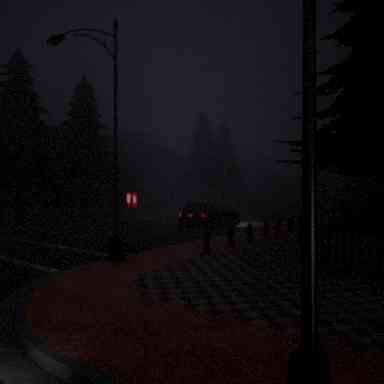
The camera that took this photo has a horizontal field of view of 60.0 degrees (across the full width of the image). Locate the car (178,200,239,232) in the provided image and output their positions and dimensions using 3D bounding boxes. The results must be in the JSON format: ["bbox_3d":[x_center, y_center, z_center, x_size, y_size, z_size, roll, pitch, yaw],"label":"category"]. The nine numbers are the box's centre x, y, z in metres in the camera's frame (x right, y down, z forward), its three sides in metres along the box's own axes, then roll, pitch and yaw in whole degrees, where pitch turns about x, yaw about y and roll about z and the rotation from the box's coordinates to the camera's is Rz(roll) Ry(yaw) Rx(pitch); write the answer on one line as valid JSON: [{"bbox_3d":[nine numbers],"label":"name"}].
[{"bbox_3d":[1.140,1.371,20.591,2.097,1.767,4.553,0,0,35],"label":"car"}]
